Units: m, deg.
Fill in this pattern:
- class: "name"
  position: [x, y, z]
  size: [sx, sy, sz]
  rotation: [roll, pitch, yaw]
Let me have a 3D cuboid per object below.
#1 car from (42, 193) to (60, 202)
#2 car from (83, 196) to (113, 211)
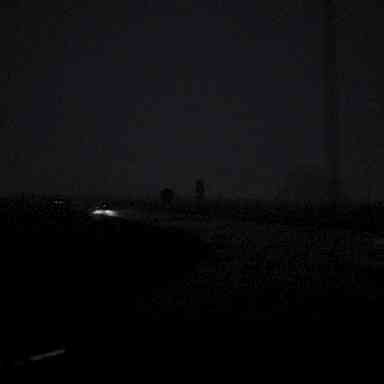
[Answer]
- class: "car"
  position: [-22.274, 0.792, 52.581]
  size: [1.994, 1.385, 4.181]
  rotation: [0, 1, -35]
- class: "car"
  position: [-9.834, 1.143, 34.728]
  size: [1.994, 1.385, 4.181]
  rotation: [0, 1, -35]
